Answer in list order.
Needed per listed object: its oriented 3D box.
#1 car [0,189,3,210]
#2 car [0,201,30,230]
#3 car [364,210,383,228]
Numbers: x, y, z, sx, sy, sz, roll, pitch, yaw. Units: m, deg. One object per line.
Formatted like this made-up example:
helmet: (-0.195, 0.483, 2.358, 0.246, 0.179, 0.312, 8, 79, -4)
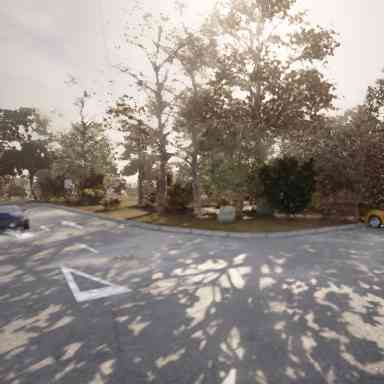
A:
car: (-20.954, 0.717, 33.051, 5.566, 2.045, 2.150, 1, 3, 44)
car: (-10.691, 1.397, 19.130, 1.812, 1.442, 4.674, -4, 4, -36)
car: (12.360, 1.334, 18.630, 2.097, 1.535, 5.008, 0, 0, -36)
